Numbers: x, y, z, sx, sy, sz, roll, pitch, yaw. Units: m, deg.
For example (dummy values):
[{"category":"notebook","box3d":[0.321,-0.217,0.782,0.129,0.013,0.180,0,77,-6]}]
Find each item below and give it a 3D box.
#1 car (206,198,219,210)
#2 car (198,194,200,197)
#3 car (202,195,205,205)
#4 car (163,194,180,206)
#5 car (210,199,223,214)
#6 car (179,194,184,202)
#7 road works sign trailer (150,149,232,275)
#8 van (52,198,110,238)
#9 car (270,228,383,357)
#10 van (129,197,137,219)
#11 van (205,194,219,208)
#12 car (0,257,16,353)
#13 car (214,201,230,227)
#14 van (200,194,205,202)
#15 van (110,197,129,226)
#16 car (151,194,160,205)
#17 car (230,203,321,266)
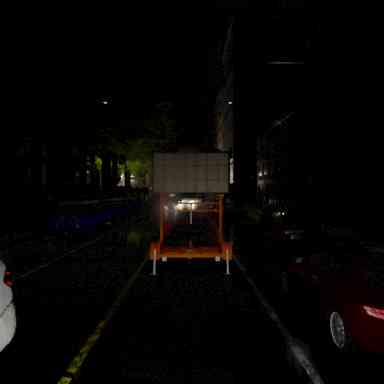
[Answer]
[{"category":"car","box3d":[2.756,1.556,34.130,1.802,1.307,4.206,0,0,0]},{"category":"car","box3d":[2.672,1.491,62.432,1.947,1.339,4.313,0,0,0]},{"category":"car","box3d":[2.722,1.502,45.451,1.887,1.381,4.507,0,0,0]},{"category":"car","box3d":[-3.246,1.470,52.704,1.812,1.442,4.674,0,0,0]},{"category":"car","box3d":[2.773,1.564,28.469,1.802,1.307,4.206,0,0,0]},{"category":"car","box3d":[-3.214,1.466,72.423,2.033,1.411,5.357,0,0,0]},{"category":"road works sign trailer","box3d":[-0.029,0.461,10.433,2.380,3.560,2.880,0,0,0]},{"category":"van","box3d":[-5.719,1.334,17.100,1.690,1.788,3.998,0,0,0]},{"category":"car","box3d":[2.840,1.581,5.827,1.802,1.307,4.206,0,0,0]},{"category":"van","box3d":[-5.753,1.323,28.416,1.690,1.788,3.998,0,0,0]},{"category":"van","box3d":[2.738,1.308,39.790,1.690,1.788,3.998,0,0,0]},{"category":"car","box3d":[-3.101,1.221,1.586,2.150,2.045,5.566,0,0,0]},{"category":"car","box3d":[2.790,1.532,22.809,1.887,1.381,4.507,0,0,0]},{"category":"van","box3d":[2.688,1.278,56.771,1.690,1.788,3.998,0,0,0]},{"category":"van","box3d":[-5.737,1.329,22.758,1.690,1.788,3.998,0,0,0]},{"category":"car","box3d":[-5.836,1.252,56.705,2.192,1.841,5.009,0,0,0]},{"category":"car","box3d":[2.822,1.311,11.488,2.192,1.841,5.009,0,0,0]}]
